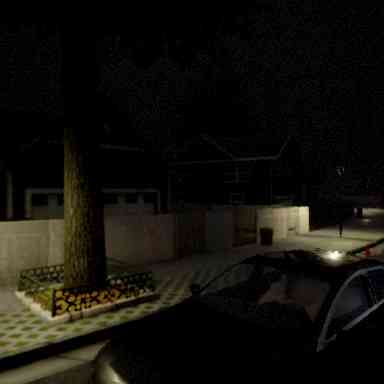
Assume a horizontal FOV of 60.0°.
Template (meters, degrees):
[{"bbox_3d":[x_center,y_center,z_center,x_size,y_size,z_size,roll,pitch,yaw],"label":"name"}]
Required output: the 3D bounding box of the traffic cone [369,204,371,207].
[{"bbox_3d":[31.060,2.343,57.962,0.340,0.580,0.340,0,0,14],"label":"traffic cone"}]

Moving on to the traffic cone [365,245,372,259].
[{"bbox_3d":[5.904,2.067,11.159,0.340,0.580,0.340,0,-1,43],"label":"traffic cone"}]

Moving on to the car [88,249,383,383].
[{"bbox_3d":[1.209,1.519,3.877,4.902,1.511,2.128,1,0,-43],"label":"car"}]

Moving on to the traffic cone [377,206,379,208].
[{"bbox_3d":[29.808,2.337,53.241,0.340,0.580,0.340,0,0,16],"label":"traffic cone"}]
